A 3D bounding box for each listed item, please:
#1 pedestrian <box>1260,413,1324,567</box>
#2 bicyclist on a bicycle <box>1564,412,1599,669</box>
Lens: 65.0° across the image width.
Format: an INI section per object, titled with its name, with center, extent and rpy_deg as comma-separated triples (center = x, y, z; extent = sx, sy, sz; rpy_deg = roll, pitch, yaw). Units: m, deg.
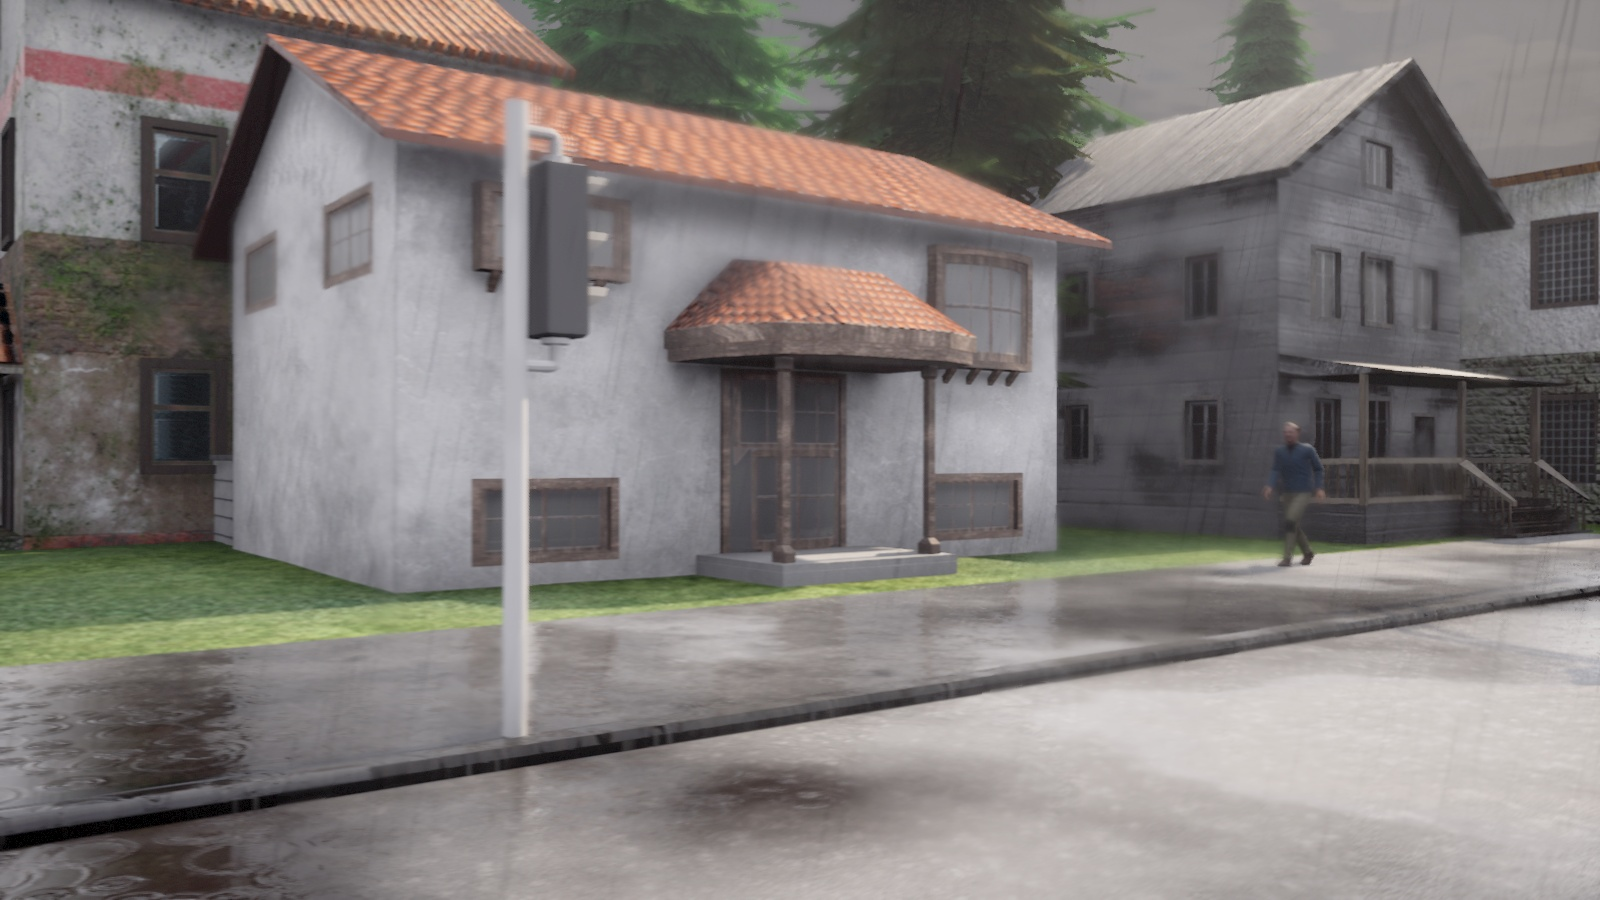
[pedestrian]
center = 6.045, 0.484, 15.428
extent = 0.726, 1.842, 0.402
rpy_deg = 0, 0, -37
[bicyclist on a bicycle]
center = 6.311, 0.626, 9.121
extent = 1.843, 1.776, 0.659
rpy_deg = 0, 0, -37
